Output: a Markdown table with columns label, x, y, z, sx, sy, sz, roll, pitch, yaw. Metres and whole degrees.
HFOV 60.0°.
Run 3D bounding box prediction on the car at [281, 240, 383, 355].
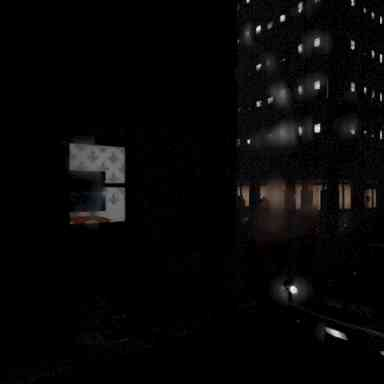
| label | x | y | z | sx | sy | sz | roll | pitch | yaw |
| --- | --- | --- | --- | --- | --- | --- | --- | --- | --- |
| car | 3.706 | 1.552 | 5.718 | 4.718 | 1.301 | 1.895 | -1 | 0 | -36 |
